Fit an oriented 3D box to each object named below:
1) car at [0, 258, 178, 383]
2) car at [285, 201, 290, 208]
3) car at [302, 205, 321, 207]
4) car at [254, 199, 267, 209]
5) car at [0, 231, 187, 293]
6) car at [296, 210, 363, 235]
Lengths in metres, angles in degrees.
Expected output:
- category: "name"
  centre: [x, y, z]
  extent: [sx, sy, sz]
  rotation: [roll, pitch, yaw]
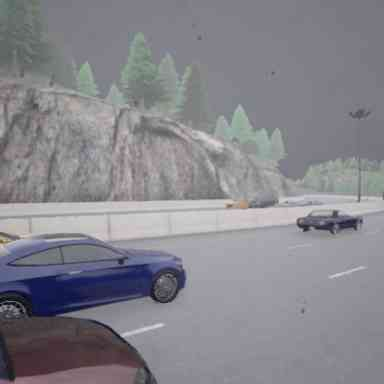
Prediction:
- category: "car"
  centre: [-2.279, 1.570, 2.242]
  extent: [4.181, 1.385, 1.994]
  rotation: [0, 0, -35]
- category: "car"
  centre: [12.500, 1.753, 43.293]
  extent: [1.895, 1.301, 4.718]
  rotation: [0, 0, 43]
- category: "car"
  centre: [14.796, 1.746, 40.632]
  extent: [1.895, 1.301, 4.718]
  rotation: [0, 0, 43]
- category: "car"
  centre: [10.091, 1.370, 45.839]
  extent: [2.150, 2.045, 5.566]
  rotation: [0, 0, 42]
- category: "car"
  centre: [-2.292, 1.546, 6.531]
  extent: [4.674, 1.442, 1.812]
  rotation: [0, 0, -36]
- category: "car"
  centre: [8.154, 1.671, 19.399]
  extent: [4.718, 1.301, 1.895]
  rotation: [0, 0, -41]
